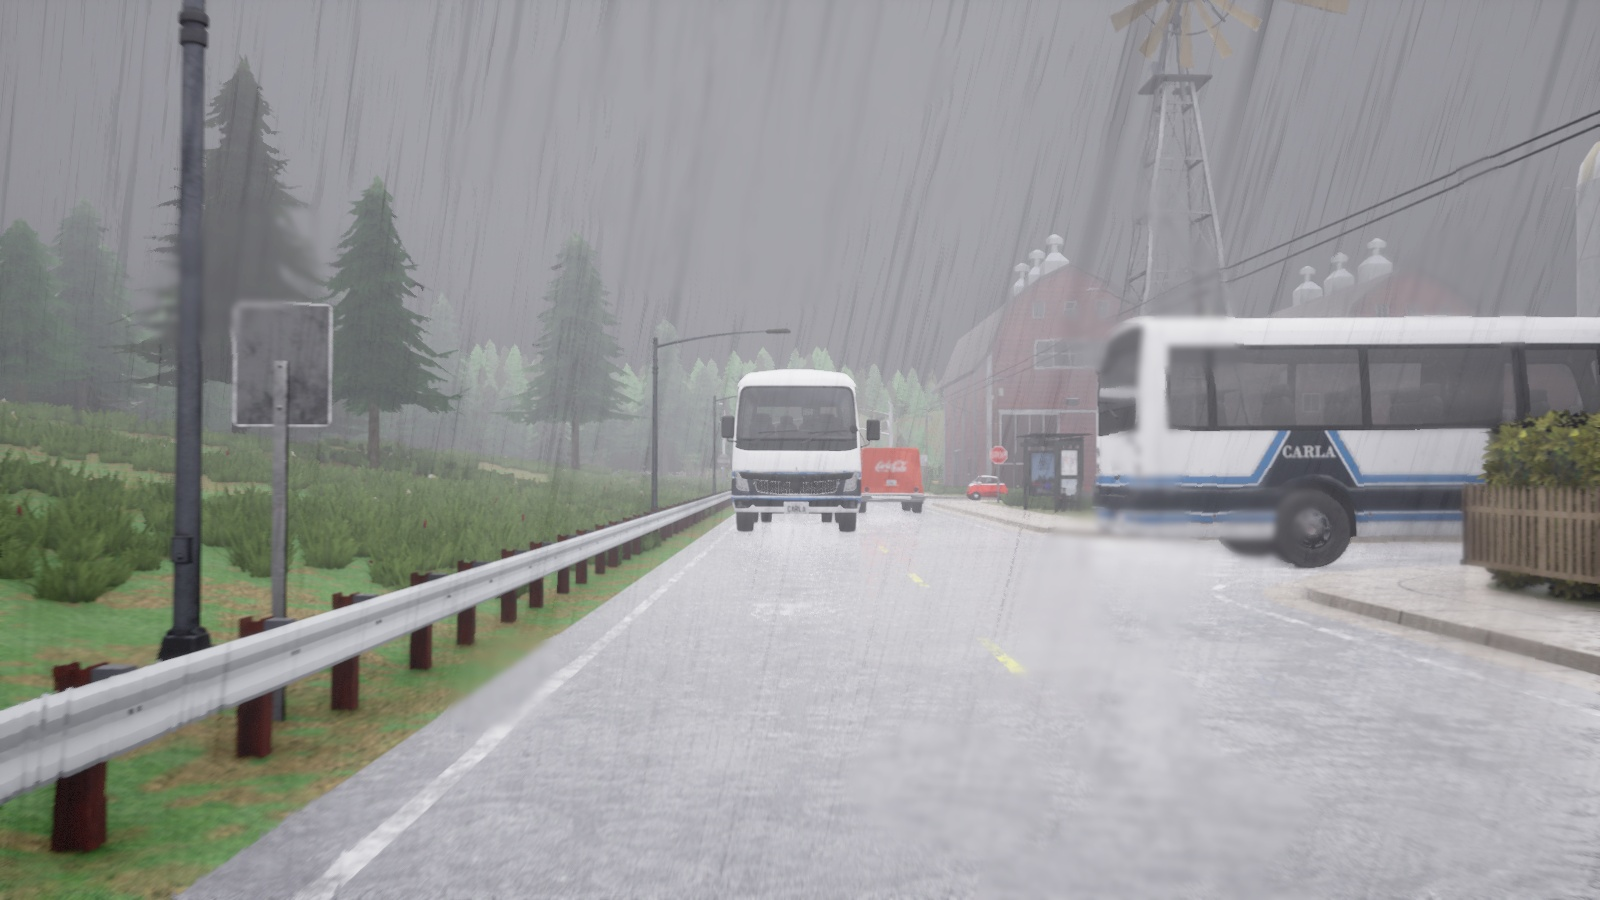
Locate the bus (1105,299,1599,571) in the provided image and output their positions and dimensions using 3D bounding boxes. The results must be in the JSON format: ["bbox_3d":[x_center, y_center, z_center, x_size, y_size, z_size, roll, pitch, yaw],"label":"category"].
[{"bbox_3d":[11.018,-0.237,22.043,10.273,4.253,3.944,-1,-1,0],"label":"bus"}]

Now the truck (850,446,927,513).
[{"bbox_3d":[3.379,1.131,49.027,2.627,2.467,5.204,0,-1,0],"label":"truck"}]

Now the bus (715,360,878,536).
[{"bbox_3d":[-0.090,0.034,35.542,3.944,4.253,10.273,0,-1,0],"label":"bus"}]

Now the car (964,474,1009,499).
[{"bbox_3d":[10.136,1.973,68.306,2.207,1.376,1.481,0,-1,-2],"label":"car"}]
